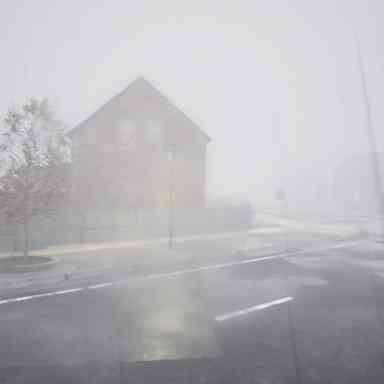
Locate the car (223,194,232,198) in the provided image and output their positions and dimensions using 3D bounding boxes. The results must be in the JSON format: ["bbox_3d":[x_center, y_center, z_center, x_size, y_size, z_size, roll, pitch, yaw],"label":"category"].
[{"bbox_3d":[7.368,0.999,69.685,1.812,1.442,4.674,1,0,-5],"label":"car"}]

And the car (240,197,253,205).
[{"bbox_3d":[8.510,1.462,54.259,1.994,1.385,4.181,1,0,-4],"label":"car"}]
